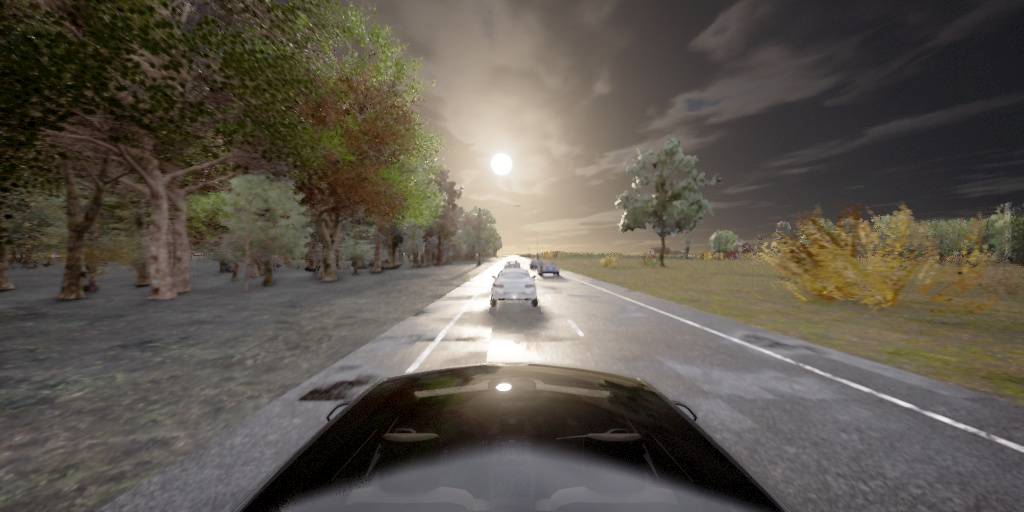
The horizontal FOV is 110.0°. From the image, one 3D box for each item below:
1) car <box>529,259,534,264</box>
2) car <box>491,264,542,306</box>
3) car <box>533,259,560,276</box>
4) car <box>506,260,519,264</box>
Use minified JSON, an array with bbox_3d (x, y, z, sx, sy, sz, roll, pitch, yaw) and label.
[{"bbox_3d":[3.514,1.143,51.587,1.994,1.385,4.181,0,0,0],"label":"car"},{"bbox_3d":[0.087,1.233,15.428,1.812,1.442,4.674,0,0,0],"label":"car"},{"bbox_3d":[3.482,1.186,34.592,2.033,1.411,5.357,0,0,0],"label":"car"},{"bbox_3d":[0.060,1.169,40.379,2.033,1.411,5.357,0,0,0],"label":"car"}]
